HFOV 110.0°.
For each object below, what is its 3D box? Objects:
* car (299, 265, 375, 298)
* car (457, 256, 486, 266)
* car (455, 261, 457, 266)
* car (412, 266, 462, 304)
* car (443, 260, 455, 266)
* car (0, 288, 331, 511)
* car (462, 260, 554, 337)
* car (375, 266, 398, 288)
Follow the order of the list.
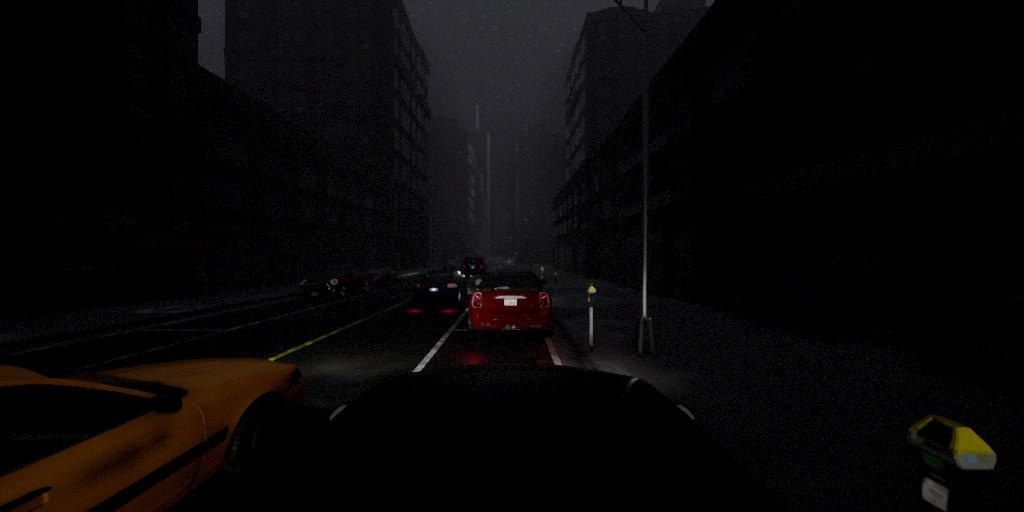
[{"bbox_3d":[-8.815,1.184,18.031,1.967,1.591,4.097,0,0,0],"label":"car"},{"bbox_3d":[-3.145,0.997,31.444,2.150,2.045,5.566,0,0,0],"label":"car"},{"bbox_3d":[-6.146,1.236,49.416,1.882,1.535,5.008,0,0,0],"label":"car"},{"bbox_3d":[-3.146,1.319,16.415,1.994,1.385,4.181,0,0,0],"label":"car"},{"bbox_3d":[-8.815,1.266,51.546,1.888,1.381,4.507,0,0,0],"label":"car"},{"bbox_3d":[-3.146,1.206,1.692,1.801,1.575,5.366,0,0,0],"label":"car"},{"bbox_3d":[-0.033,1.100,10.472,2.097,1.767,4.553,0,0,0],"label":"car"},{"bbox_3d":[-8.815,1.324,23.617,1.802,1.307,4.207,0,0,0],"label":"car"}]
